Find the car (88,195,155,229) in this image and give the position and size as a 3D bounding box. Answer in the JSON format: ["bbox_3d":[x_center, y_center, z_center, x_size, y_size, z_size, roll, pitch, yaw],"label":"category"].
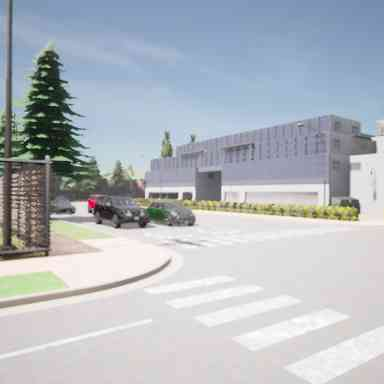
[{"bbox_3d":[-5.047,1.318,23.102,2.150,2.045,5.566,1,0,-35],"label":"car"}]

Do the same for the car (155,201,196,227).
[{"bbox_3d":[-1.643,1.478,24.350,2.097,1.767,4.553,1,0,-35],"label":"car"}]

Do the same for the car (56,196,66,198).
[{"bbox_3d":[-20.625,1.485,52.621,2.097,1.767,4.553,1,0,-26],"label":"car"}]

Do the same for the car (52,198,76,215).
[{"bbox_3d":[-14.115,1.645,36.006,2.033,1.411,5.357,1,0,-35],"label":"car"}]
